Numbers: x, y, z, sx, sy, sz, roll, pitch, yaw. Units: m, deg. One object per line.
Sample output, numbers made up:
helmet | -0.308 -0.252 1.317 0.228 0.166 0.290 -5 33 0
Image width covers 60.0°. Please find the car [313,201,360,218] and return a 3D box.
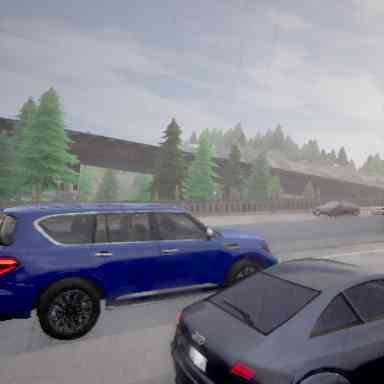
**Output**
car | 12.819 1.507 29.398 4.674 1.442 1.812 0 0 -27

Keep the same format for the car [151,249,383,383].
car | 1.843 1.564 4.093 4.181 1.385 1.994 0 0 -27

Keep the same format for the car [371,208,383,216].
car | 14.065 1.465 22.192 5.008 1.535 1.882 0 0 -27

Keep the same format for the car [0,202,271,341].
car | -0.931 1.222 6.617 5.566 2.045 2.150 0 0 -27
